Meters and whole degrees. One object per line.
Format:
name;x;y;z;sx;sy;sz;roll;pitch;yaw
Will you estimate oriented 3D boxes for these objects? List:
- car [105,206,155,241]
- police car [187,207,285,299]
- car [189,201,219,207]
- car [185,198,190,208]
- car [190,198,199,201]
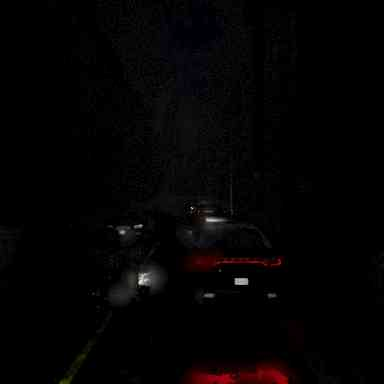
car;-2.999;1.490;16.811;2.128;1.511;4.902;0;0;0
police car;0.900;1.425;8.637;1.930;1.638;5.238;0;0;0
car;0.902;1.477;18.527;1.882;1.535;5.008;0;0;0
car;0.033;1.559;47.280;1.994;1.385;4.181;0;0;1
car;0.902;1.454;24.717;1.801;1.575;5.366;0;0;0
